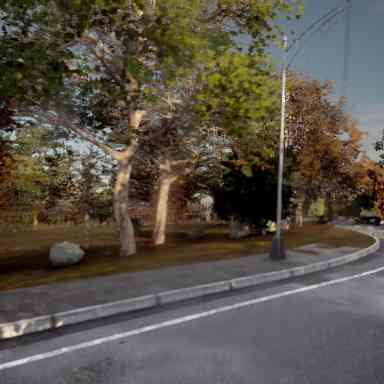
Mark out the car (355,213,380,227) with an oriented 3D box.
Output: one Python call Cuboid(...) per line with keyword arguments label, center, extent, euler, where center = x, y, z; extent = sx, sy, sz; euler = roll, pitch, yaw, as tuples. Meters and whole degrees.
Cuboid(label="car", center=(18.858, 2.917, 35.598), extent=(1.994, 1.385, 4.181), euler=(1, -2, 36))
